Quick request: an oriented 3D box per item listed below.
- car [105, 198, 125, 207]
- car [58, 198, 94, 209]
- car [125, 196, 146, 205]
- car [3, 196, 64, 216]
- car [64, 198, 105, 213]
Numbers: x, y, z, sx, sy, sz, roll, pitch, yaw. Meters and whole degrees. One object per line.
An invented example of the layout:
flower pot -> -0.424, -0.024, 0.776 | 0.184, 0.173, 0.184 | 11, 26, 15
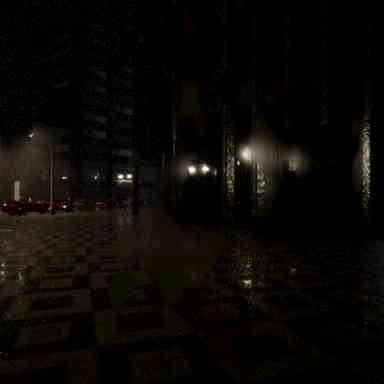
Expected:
car -> -12.772, 1.574, 50.700 | 1.802, 1.307, 4.206 | 0, 0, 35
car -> -15.979, 1.540, 46.062 | 1.887, 1.381, 4.507 | 0, 0, 35
car -> -9.564, 1.429, 55.338 | 1.967, 1.590, 4.097 | 0, 0, 35
car -> -15.398, 1.323, 31.914 | 2.192, 1.841, 5.009 | 0, 0, 35
car -> -12.190, 1.571, 36.553 | 1.947, 1.339, 4.313 | 0, 0, 35
